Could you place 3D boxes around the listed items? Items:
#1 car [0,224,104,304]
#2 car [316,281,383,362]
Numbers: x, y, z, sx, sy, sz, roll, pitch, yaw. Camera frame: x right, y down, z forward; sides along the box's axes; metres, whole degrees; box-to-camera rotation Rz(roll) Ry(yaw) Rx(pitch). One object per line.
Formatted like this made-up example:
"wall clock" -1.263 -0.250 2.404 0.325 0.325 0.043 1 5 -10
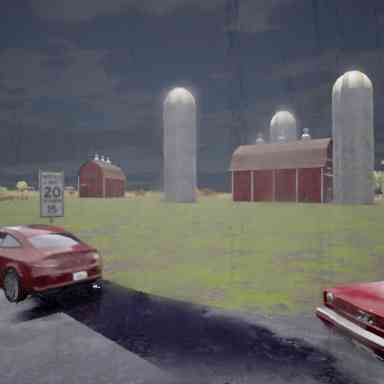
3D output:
"car" -4.076 1.528 8.172 4.674 1.442 1.812 0 0 38
"car" 4.234 1.642 4.642 4.718 1.301 1.895 1 -1 -15
